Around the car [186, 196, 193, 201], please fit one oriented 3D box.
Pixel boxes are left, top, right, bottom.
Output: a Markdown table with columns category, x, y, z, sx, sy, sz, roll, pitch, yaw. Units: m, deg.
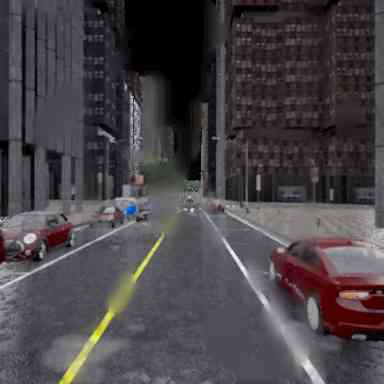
| category | x | y | z | sx | sy | sz | roll | pitch | yaw |
| --- | --- | --- | --- | --- | --- | --- | --- | --- | --- |
| car | -0.658 | 1.872 | 91.478 | 1.802 | 1.307 | 4.206 | 0 | 0 | 0 |

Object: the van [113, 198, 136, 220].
| category | x | y | z | sx | sy | sz | roll | pitch | yaw |
| --- | --- | --- | --- | --- | --- | --- | --- | --- | --- |
| van | -5.762 | 1.403 | 28.352 | 1.690 | 1.788 | 3.998 | 0 | 0 | 0 |

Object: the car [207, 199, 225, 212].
| category | x | y | z | sx | sy | sz | roll | pitch | yaw |
| --- | --- | --- | --- | --- | --- | --- | --- | --- | --- |
| car | 2.765 | 1.536 | 39.235 | 1.967 | 1.590 | 4.097 | 0 | 0 | 0 |

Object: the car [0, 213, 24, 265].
| category | x | y | z | sx | sy | sz | roll | pitch | yaw |
| --- | --- | --- | --- | --- | --- | --- | --- | --- | --- |
| car | -5.761 | 1.322 | 6.588 | 2.192 | 1.841 | 5.009 | 0 | 0 | 0 |

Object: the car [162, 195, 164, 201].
| category | x | y | z | sx | sy | sz | roll | pitch | yaw |
| --- | --- | --- | --- | --- | --- | --- | --- | --- | --- |
| car | -9.150 | 1.576 | 86.006 | 2.192 | 1.841 | 5.009 | 0 | 0 | 0 |

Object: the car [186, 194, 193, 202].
| category | x | y | z | sx | sy | sz | roll | pitch | yaw |
| --- | --- | --- | --- | --- | --- | --- | --- | --- | --- |
| car | -0.592 | 1.673 | 80.629 | 1.967 | 1.590 | 4.097 | 0 | 0 | 0 |

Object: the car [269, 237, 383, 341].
| category | x | y | z | sx | sy | sz | roll | pitch | yaw |
| --- | --- | --- | --- | --- | --- | --- | --- | --- | --- |
| car | 2.764 | 1.552 | 6.592 | 1.887 | 1.381 | 4.507 | 0 | 0 | 0 |

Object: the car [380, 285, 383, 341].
| category | x | y | z | sx | sy | sz | roll | pitch | yaw |
| --- | --- | --- | --- | --- | --- | --- | --- | --- | --- |
| car | 2.763 | 1.583 | 1.152 | 1.802 | 1.307 | 4.206 | 0 | 0 | 0 |

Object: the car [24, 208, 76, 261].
| category | x | y | z | sx | sy | sz | roll | pitch | yaw |
| --- | --- | --- | --- | --- | --- | --- | --- | --- | --- |
| car | -5.761 | 1.455 | 12.030 | 1.967 | 1.590 | 4.097 | 0 | 0 | 0 |

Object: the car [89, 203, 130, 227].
| category | x | y | z | sx | sy | sz | roll | pitch | yaw |
| --- | --- | --- | --- | --- | --- | --- | --- | --- | --- |
| car | -5.762 | 1.627 | 22.910 | 1.802 | 1.307 | 4.206 | 0 | 0 | 0 |

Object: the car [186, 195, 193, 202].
| category | x | y | z | sx | sy | sz | roll | pitch | yaw |
| --- | --- | --- | --- | --- | --- | --- | --- | --- | --- |
| car | -0.625 | 1.701 | 86.054 | 1.967 | 1.590 | 4.097 | 0 | 0 | 0 |

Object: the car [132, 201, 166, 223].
| category | x | y | z | sx | sy | sz | roll | pitch | yaw |
| --- | --- | --- | --- | --- | --- | --- | --- | --- | --- |
| car | -3.092 | 1.618 | 25.776 | 1.994 | 1.385 | 4.181 | 0 | 0 | 0 |

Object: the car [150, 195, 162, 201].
| category | x | y | z | sx | sy | sz | roll | pitch | yaw |
| --- | --- | --- | --- | --- | --- | --- | --- | --- | --- |
| car | -9.116 | 1.798 | 80.579 | 1.947 | 1.339 | 4.313 | 0 | 0 | 0 |
